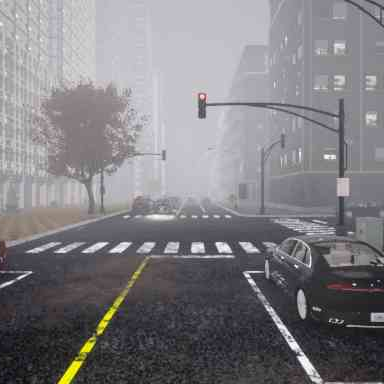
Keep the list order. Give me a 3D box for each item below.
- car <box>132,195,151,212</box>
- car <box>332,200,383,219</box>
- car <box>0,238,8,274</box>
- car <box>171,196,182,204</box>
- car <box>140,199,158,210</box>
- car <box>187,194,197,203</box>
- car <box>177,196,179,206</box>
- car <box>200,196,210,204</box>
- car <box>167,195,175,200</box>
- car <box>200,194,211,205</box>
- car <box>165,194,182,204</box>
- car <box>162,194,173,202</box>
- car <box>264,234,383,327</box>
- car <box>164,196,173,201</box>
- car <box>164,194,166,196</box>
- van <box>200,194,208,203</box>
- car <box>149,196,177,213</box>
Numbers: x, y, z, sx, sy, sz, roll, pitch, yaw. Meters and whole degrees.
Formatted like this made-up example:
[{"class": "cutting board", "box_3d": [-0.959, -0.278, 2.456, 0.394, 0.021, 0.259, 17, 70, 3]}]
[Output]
[{"class": "car", "box_3d": [-5.742, 1.336, 39.301, 2.192, 1.841, 5.009, 0, 0, 0]}, {"class": "car", "box_3d": [13.392, 1.350, 26.343, 4.403, 1.369, 2.008, -1, 1, -1]}, {"class": "car", "box_3d": [-5.701, 1.545, 6.913, 1.887, 1.381, 4.507, 0, 0, 0]}, {"class": "car", "box_3d": [-3.111, 1.530, 66.925, 1.882, 1.535, 5.008, 0, 0, 0]}, {"class": "car", "box_3d": [-5.749, 1.592, 44.824, 1.947, 1.339, 4.313, 0, 0, 0]}, {"class": "car", "box_3d": [-0.088, 1.602, 68.630, 2.033, 1.411, 5.357, 0, 0, 0]}, {"class": "car", "box_3d": [-3.157, 1.629, 46.352, 1.895, 1.301, 4.718, 0, 0, 0]}, {"class": "car", "box_3d": [2.604, 1.577, 67.095, 1.752, 1.417, 4.829, 0, 0, 0]}, {"class": "car", "box_3d": [-5.812, 1.654, 94.529, 2.008, 1.369, 4.403, 0, 0, 0]}, {"class": "car", "box_3d": [2.611, 1.610, 61.402, 1.947, 1.339, 4.313, 0, 0, 0]}, {"class": "car", "box_3d": [-3.156, 1.516, 56.438, 1.882, 1.535, 5.008, 0, 0, 0]}, {"class": "car", "box_3d": [-5.792, 1.385, 77.961, 2.192, 1.841, 5.009, 0, 0, 0]}, {"class": "car", "box_3d": [2.680, 1.551, 6.923, 2.008, 1.369, 4.403, 0, 0, 0]}, {"class": "car", "box_3d": [-5.798, 1.631, 83.484, 2.008, 1.369, 4.403, 0, 0, 0]}, {"class": "car", "box_3d": [-5.784, 1.626, 72.439, 1.947, 1.339, 4.313, 0, 0, 0]}, {"class": "van", "box_3d": [2.596, 1.402, 72.449, 1.690, 1.788, 3.998, 0, 0, 0]}, {"class": "car", "box_3d": [-3.146, 1.510, 37.116, 2.128, 1.511, 4.902, 0, 0, 0]}]
